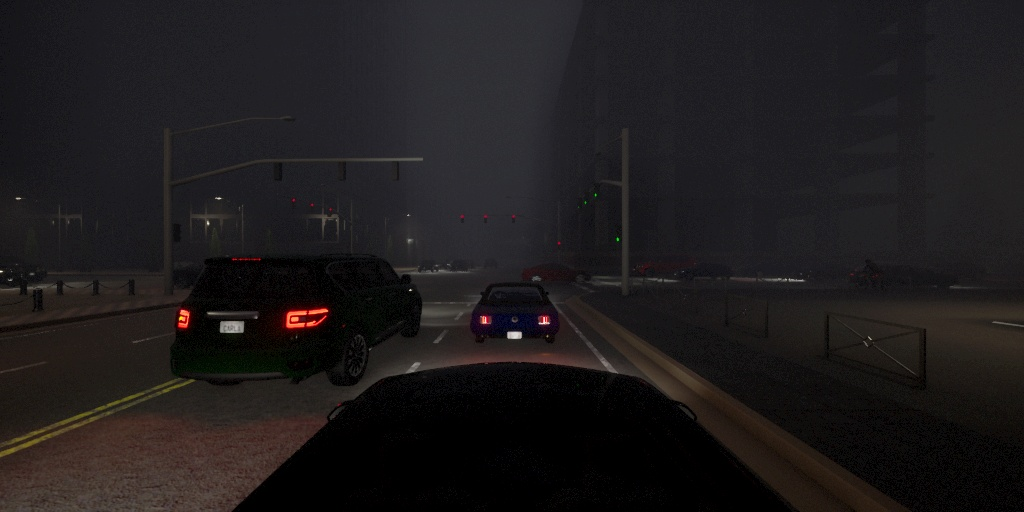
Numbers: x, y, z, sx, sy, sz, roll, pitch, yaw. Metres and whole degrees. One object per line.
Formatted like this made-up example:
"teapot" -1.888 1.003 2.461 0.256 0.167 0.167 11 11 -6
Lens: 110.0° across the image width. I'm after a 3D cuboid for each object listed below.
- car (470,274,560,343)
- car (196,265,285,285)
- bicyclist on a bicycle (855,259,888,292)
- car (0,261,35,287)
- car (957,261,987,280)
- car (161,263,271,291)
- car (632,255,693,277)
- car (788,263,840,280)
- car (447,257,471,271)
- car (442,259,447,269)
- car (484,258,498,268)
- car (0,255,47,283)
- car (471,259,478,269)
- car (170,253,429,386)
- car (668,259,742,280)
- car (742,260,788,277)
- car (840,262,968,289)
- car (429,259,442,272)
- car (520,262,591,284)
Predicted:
"car" 0.073 1.351 9.633 1.895 1.301 4.718 0 0 0
"car" -19.007 1.295 25.259 4.718 1.301 1.895 0 0 -3
"bicyclist on a bicycle" 18.317 0.998 18.292 0.582 1.620 1.656 0 0 0
"car" -32.556 1.200 21.582 4.892 1.490 1.837 0 0 0
"car" 35.587 1.199 29.335 4.892 1.490 1.837 0 0 0
"car" -17.374 1.190 21.210 4.902 1.511 2.128 0 0 5
"car" 13.909 0.917 32.758 5.566 2.045 2.150 0 0 0
"car" 25.593 1.258 29.306 4.181 1.385 1.994 0 0 0
"car" -7.136 1.254 48.517 1.837 1.490 4.892 0 0 0
"car" -10.634 1.241 55.236 2.128 1.511 4.902 0 0 0
"car" -3.448 1.101 59.678 2.097 1.767 4.553 0 0 0
"car" -36.337 0.917 25.110 5.566 2.045 2.150 0 0 0
"car" -7.130 1.227 57.975 1.882 1.535 5.008 0 0 0
"car" -3.443 0.971 7.117 2.150 2.045 5.566 0 0 0
"car" 15.629 1.220 29.243 4.674 1.442 1.812 0 0 0
"car" 23.639 1.172 32.796 5.008 1.535 1.882 0 0 -1
"car" 24.002 1.242 22.098 5.357 1.411 2.033 0 0 0
"car" -10.636 1.255 45.893 1.837 1.490 4.892 0 0 0
"car" 3.068 1.190 25.476 5.008 1.535 1.882 0 0 -1
